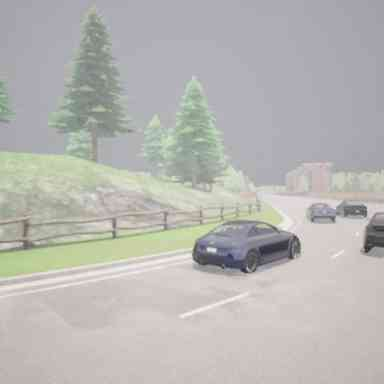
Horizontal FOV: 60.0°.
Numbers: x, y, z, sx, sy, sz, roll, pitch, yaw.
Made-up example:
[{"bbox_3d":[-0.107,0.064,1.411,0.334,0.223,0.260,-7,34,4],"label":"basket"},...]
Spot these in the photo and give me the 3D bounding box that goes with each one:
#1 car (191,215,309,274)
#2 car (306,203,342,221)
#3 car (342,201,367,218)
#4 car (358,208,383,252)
[{"bbox_3d":[1.902,1.610,10.920,1.994,1.385,4.181,0,0,42],"label":"car"},{"bbox_3d":[10.683,1.633,27.775,2.033,1.411,5.357,0,0,13],"label":"car"},{"bbox_3d":[14.999,1.560,31.418,1.882,1.535,5.008,0,0,13],"label":"car"},{"bbox_3d":[8.160,1.533,13.419,1.837,1.490,4.892,0,0,34],"label":"car"}]
